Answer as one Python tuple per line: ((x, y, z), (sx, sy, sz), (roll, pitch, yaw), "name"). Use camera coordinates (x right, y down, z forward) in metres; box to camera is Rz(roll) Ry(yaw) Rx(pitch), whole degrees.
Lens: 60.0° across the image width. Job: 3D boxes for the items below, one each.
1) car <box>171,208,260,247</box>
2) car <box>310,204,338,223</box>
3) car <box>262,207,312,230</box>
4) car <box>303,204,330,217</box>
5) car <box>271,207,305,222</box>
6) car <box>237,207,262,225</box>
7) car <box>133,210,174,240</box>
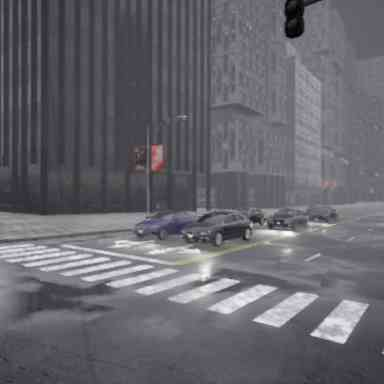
((1.358, 1.766, 16.724), (1.837, 1.490, 4.892), (0, -1, 36), "car")
((13.122, 2.200, 33.112), (2.033, 1.411, 5.357), (0, -1, 36), "car")
((7.154, 2.017, 24.818), (1.994, 1.385, 4.181), (0, -1, 35), "car")
((16.056, 2.305, 42.694), (1.882, 1.535, 5.008), (0, -1, 36), "car")
((10.039, 2.227, 34.389), (1.895, 1.301, 4.718), (0, -1, 36), "car")
((4.170, 1.921, 26.216), (2.128, 1.511, 4.902), (0, -1, 36), "car")
((-1.210, 1.777, 18.739), (1.812, 1.442, 4.674), (0, -1, 37), "car")
